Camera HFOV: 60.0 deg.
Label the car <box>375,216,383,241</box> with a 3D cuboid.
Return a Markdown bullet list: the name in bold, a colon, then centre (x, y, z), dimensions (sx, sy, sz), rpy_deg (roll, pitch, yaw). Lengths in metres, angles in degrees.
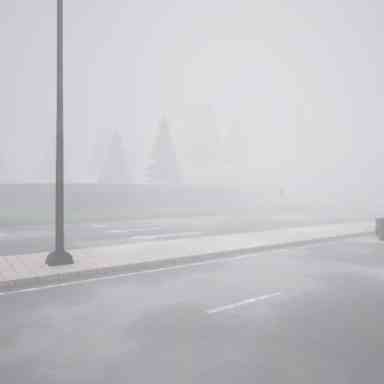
- **car**: centre (10.505, 1.498, 15.538), dimensions (5.008, 1.535, 1.882), rpy_deg (0, 0, -35)
